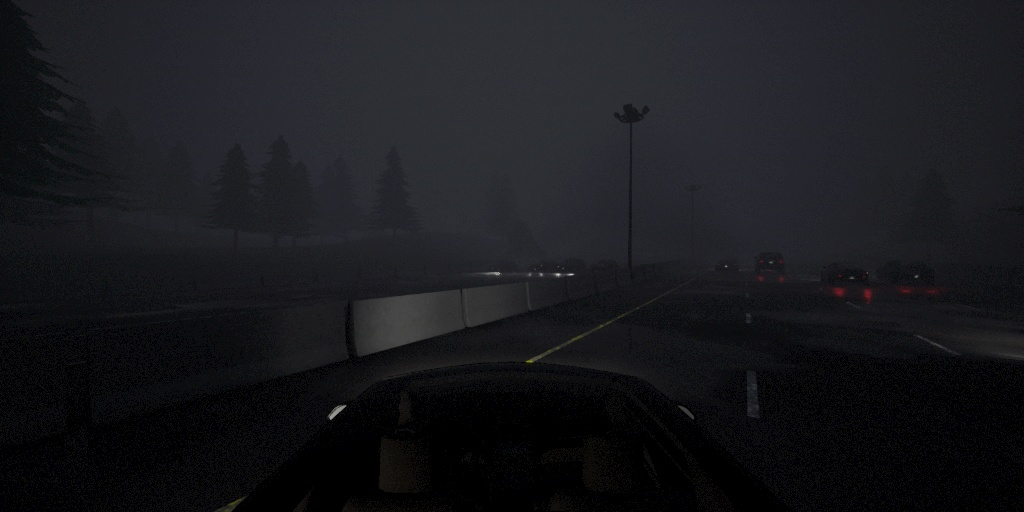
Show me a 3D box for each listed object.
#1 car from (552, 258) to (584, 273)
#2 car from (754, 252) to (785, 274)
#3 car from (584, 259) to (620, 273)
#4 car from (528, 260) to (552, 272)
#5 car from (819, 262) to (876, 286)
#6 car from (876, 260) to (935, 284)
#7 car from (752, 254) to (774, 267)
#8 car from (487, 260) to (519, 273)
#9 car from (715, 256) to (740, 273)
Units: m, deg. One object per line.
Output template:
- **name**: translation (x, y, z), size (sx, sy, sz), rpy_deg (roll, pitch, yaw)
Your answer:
- **car**: translation (6.560, 1.011, 38.819), size (1.837, 1.490, 4.892), rpy_deg (0, 0, 33)
- **car**: translation (24.722, 0.628, 34.457), size (2.150, 2.045, 5.566), rpy_deg (0, 1, 33)
- **car**: translation (9.686, 1.048, 37.201), size (2.033, 1.411, 5.357), rpy_deg (0, 1, 33)
- **car**: translation (3.736, 1.092, 40.893), size (1.895, 1.301, 4.718), rpy_deg (0, 1, 33)
- **car**: translation (21.878, 1.097, 23.659), size (1.812, 1.442, 4.674), rpy_deg (0, 1, 33)
- **car**: translation (26.460, 1.025, 24.292), size (2.128, 1.511, 4.902), rpy_deg (0, 1, 33)
- **car**: translation (32.866, 0.583, 46.970), size (2.128, 1.511, 4.902), rpy_deg (0, 1, 32)
- **car**: translation (-0.980, 1.099, 40.124), size (1.994, 1.385, 4.181), rpy_deg (0, 1, 33)
- **car**: translation (22.169, 0.956, 36.955), size (1.994, 1.385, 4.181), rpy_deg (0, 1, 33)
